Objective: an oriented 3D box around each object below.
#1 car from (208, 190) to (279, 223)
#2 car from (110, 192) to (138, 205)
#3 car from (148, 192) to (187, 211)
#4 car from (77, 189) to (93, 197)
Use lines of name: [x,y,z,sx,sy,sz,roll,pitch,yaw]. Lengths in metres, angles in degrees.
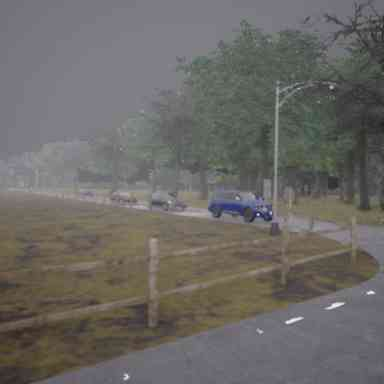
car: [3.443,0.922,23.412,2.150,2.045,5.566,0,1,-35]
car: [-8.218,0.702,39.882,1.882,1.535,5.008,0,1,-35]
car: [-2.354,0.816,31.594,2.097,1.767,4.553,1,1,-34]
car: [-19.465,0.186,60.837,1.837,1.490,4.892,0,1,-35]
